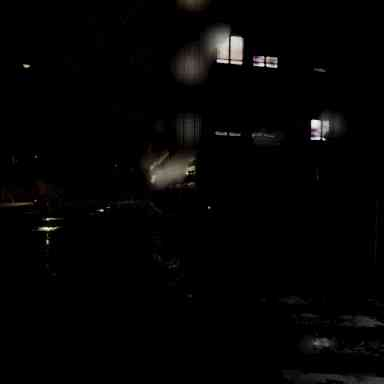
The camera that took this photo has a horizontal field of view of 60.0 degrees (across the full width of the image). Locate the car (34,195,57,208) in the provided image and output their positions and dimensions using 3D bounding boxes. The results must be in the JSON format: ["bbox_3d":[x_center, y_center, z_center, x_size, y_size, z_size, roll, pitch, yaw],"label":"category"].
[{"bbox_3d":[-20.105,1.243,45.810,2.097,1.767,4.553,1,0,-9],"label":"car"}]
